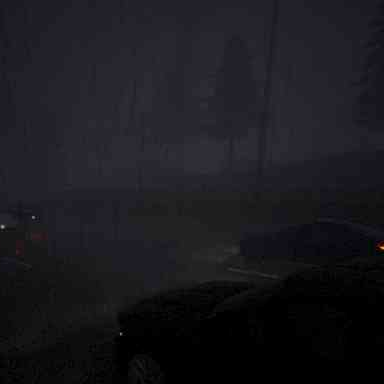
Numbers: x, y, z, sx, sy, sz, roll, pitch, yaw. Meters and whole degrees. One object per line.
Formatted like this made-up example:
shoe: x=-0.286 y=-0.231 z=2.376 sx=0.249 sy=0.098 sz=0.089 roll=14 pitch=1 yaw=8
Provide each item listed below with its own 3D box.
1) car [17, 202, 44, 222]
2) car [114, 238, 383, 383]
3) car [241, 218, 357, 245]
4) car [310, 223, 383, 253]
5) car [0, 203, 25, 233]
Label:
car: x=-12.849 y=1.517 z=25.257 sx=1.837 sy=1.490 sz=4.892 roll=0 pitch=0 yaw=-43
car: x=1.392 y=1.478 z=3.090 sx=5.008 sy=1.535 sz=1.882 roll=0 pitch=0 yaw=36
car: x=3.691 y=1.529 z=10.117 sx=4.674 sy=1.442 sz=1.812 roll=0 pitch=0 yaw=37
car: x=4.642 y=1.491 z=5.029 sx=4.902 sy=1.511 sz=2.128 roll=0 pitch=0 yaw=36
car: x=-11.307 y=1.535 z=18.597 sx=4.674 sy=1.442 sz=1.812 roll=0 pitch=0 yaw=44
